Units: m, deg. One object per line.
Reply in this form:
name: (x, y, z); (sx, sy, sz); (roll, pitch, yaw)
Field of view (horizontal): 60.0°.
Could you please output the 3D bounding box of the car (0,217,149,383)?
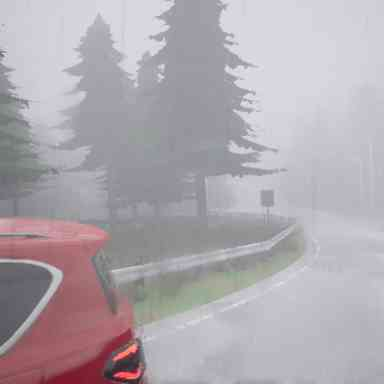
car: (-2.868, 1.214, 1.417); (5.566, 2.045, 2.150); (1, 0, -36)
